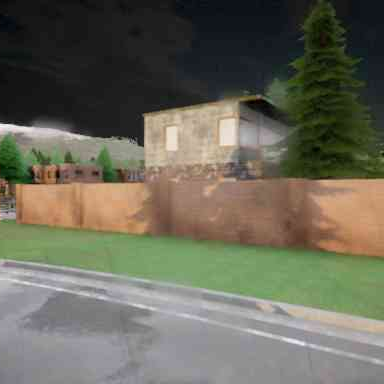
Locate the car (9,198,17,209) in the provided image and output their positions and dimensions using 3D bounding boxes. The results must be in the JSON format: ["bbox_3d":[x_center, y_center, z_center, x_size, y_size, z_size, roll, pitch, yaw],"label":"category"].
[{"bbox_3d":[-17.336,1.189,37.181,2.097,1.767,4.553,0,0,33],"label":"car"}]

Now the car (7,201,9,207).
[{"bbox_3d":[-19.390,1.045,40.442,2.150,2.045,5.566,0,0,33],"label":"car"}]
